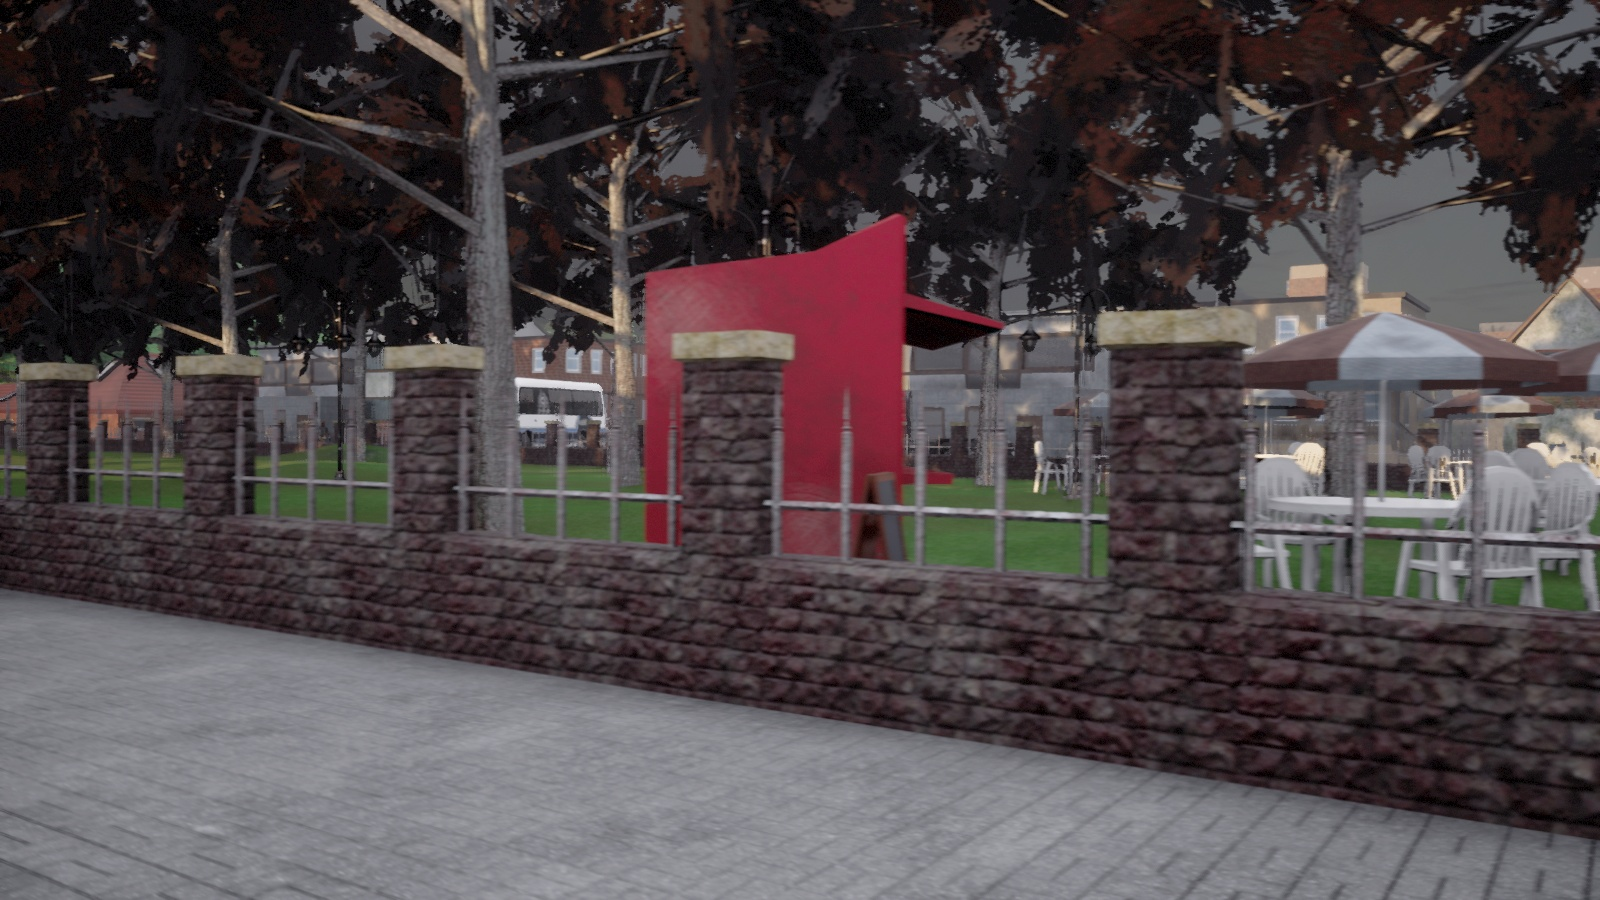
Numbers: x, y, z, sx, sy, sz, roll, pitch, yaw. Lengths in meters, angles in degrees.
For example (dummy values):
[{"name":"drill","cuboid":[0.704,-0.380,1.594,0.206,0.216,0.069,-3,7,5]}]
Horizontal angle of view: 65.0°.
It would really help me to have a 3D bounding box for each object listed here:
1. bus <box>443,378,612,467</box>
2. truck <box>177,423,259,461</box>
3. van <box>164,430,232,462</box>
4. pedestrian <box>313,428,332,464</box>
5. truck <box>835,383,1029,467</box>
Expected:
[{"name":"bus","cuboid":[-14.405,-1.438,67.691,3.944,4.253,10.273,-2,0,19]},{"name":"truck","cuboid":[-39.265,-0.557,84.736,5.204,2.467,2.627,0,1,34]},{"name":"van","cuboid":[-37.882,-0.250,78.971,4.442,1.987,1.775,0,1,32]},{"name":"pedestrian","cuboid":[-24.098,-0.206,63.381,0.694,1.848,0.540,0,1,34]},{"name":"truck","cuboid":[5.683,-1.050,54.781,7.936,3.462,2.891,0,1,34]}]
